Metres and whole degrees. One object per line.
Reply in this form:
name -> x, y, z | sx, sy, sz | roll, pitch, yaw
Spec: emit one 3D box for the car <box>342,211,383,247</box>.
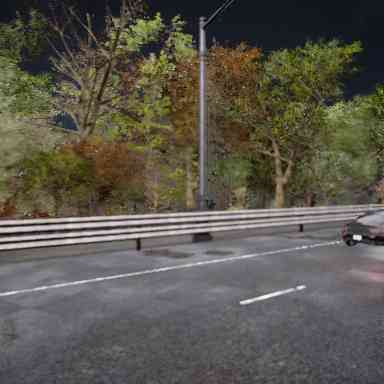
car -> 8.062, 1.534, 13.754 | 4.674, 1.442, 1.812 | 0, 0, -35
